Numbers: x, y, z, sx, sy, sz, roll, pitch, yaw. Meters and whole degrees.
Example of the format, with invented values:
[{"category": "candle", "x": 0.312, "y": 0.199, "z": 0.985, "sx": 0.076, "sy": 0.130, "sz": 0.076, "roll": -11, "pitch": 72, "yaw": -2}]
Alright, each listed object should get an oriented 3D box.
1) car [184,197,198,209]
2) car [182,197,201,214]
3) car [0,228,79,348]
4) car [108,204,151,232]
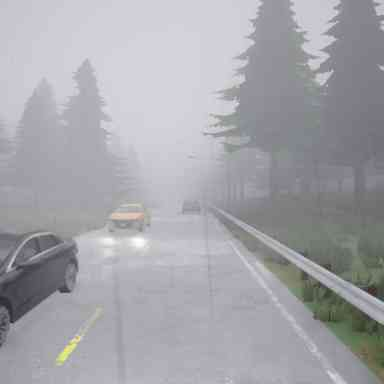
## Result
[{"category": "car", "x": -0.122, "y": 1.505, "z": 47.178, "sx": 1.837, "sy": 1.490, "sz": 4.892, "roll": 0, "pitch": 0, "yaw": 0}, {"category": "car", "x": -0.059, "y": 1.492, "z": 35.980, "sx": 2.128, "sy": 1.511, "sz": 4.902, "roll": 0, "pitch": 0, "yaw": 0}, {"category": "car", "x": -3.613, "y": 1.492, "z": 6.104, "sx": 2.128, "sy": 1.511, "sz": 4.902, "roll": 0, "pitch": 0, "yaw": 0}, {"category": "car", "x": -3.659, "y": 1.478, "z": 20.101, "sx": 1.882, "sy": 1.535, "sz": 5.008, "roll": 0, "pitch": 0, "yaw": 0}]
